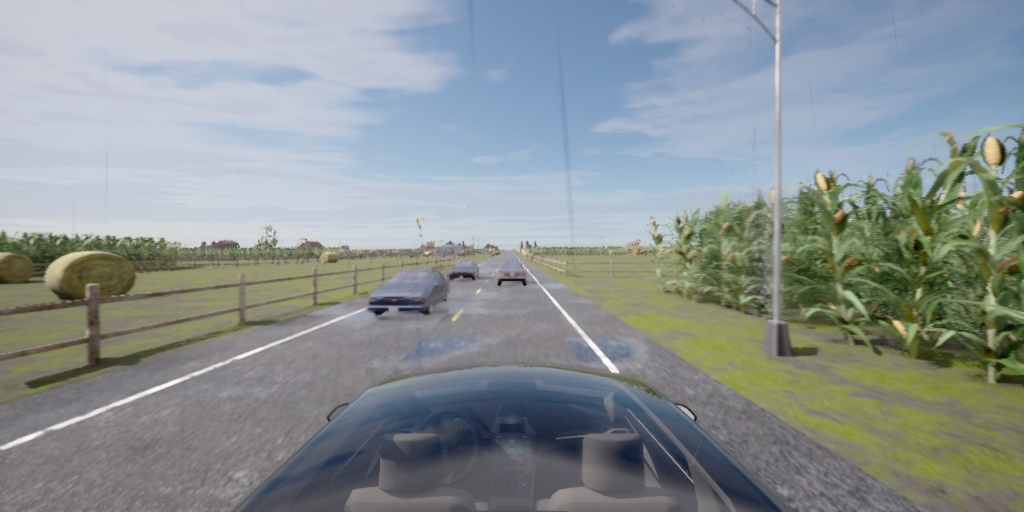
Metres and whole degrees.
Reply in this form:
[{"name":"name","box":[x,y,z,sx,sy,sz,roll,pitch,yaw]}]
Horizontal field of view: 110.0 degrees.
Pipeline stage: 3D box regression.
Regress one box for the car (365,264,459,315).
[{"name":"car","box":[-3.496,1.192,13.244,2.033,1.411,5.357,0,1,0]}]

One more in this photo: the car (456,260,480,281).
[{"name":"car","box":[-3.490,1.050,27.431,2.033,1.411,5.357,0,1,0]}]

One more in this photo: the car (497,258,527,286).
[{"name":"car","box":[0.018,1.092,23.289,2.033,1.411,5.357,0,1,0]}]
